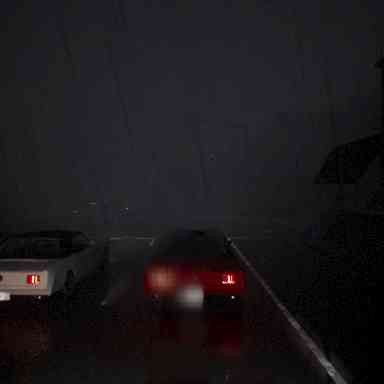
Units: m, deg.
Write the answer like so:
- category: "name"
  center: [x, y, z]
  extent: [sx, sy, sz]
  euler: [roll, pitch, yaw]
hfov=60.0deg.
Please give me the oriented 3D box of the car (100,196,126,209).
- category: "car"
  center: [-10.625, 1.525, 44.926]
  extent: [1.812, 1.442, 4.674]
  euler: [0, 0, 0]

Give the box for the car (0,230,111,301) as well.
- category: "car"
  center: [-3.428, 1.601, 8.241]
  extent: [1.895, 1.301, 4.718]
  euler: [0, 0, 0]

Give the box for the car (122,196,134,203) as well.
- category: "car"
  center: [-14.048, 1.518, 73.004]
  extent: [1.812, 1.442, 4.674]
  euler: [0, 0, 0]

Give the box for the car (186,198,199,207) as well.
- category: "car"
  center: [0.063, 1.563, 52.807]
  extent: [1.994, 1.385, 4.181]
  euler: [0, 0, 0]

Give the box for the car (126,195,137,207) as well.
- category: "car"
  center: [-10.626, 1.351, 52.650]
  extent: [2.097, 1.767, 4.553]
  euler: [0, 0, 0]

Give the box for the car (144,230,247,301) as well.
- category: "car"
  center: [0.072, 1.601, 8.261]
  extent: [1.895, 1.301, 4.718]
  euler: [0, 0, 0]

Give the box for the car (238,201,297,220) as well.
- category: "car"
  center: [6.571, 1.555, 29.008]
  extent: [5.008, 1.535, 1.882]
  euler: [2, 0, 12]

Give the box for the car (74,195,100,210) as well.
- category: "car"
  center: [-14.128, 1.491, 44.147]
  extent: [2.128, 1.511, 4.902]
  euler: [0, 0, 0]

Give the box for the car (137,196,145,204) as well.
- category: "car"
  center: [-10.589, 1.563, 62.580]
  extent: [1.994, 1.385, 4.181]
  euler: [0, 0, 1]

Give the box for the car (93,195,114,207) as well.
- category: "car"
  center: [-14.122, 1.351, 53.200]
  extent: [2.097, 1.767, 4.553]
  euler: [0, 0, 1]

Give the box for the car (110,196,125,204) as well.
- category: "car"
  center: [-14.092, 1.563, 63.081]
  extent: [1.994, 1.385, 4.181]
  euler: [0, 0, 0]

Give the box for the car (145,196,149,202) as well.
- category: "car"
  center: [-10.548, 1.534, 72.973]
  extent: [2.033, 1.411, 5.357]
  euler: [0, 0, 0]
